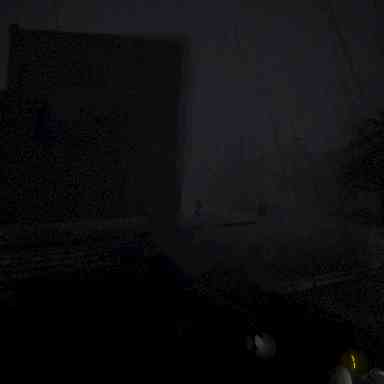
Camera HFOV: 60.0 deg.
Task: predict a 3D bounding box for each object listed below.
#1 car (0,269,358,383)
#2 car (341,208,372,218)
[{"bbox_3d":[-0.541,1.471,2.910,5.008,1.535,1.882,0,0,-34],"label":"car"},{"bbox_3d":[24.457,3.103,49.472,4.892,1.490,1.837,4,-3,-21],"label":"car"}]
